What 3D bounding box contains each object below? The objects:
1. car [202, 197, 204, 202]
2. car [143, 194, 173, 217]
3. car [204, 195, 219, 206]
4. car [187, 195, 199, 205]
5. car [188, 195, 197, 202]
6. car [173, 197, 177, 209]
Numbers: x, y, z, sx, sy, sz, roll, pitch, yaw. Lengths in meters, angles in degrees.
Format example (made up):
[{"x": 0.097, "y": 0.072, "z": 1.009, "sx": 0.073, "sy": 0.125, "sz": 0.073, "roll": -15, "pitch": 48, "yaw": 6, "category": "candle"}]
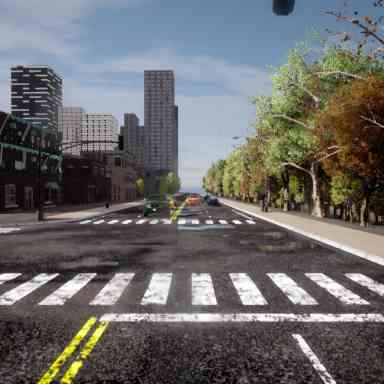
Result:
[{"x": 3.357, "y": 1.470, "z": 73.118, "sx": 1.837, "sy": 1.490, "sz": 4.892, "roll": 0, "pitch": 0, "yaw": 0, "category": "car"}, {"x": -3.296, "y": 1.211, "z": 32.094, "sx": 2.150, "sy": 2.045, "sz": 5.566, "roll": 0, "pitch": 0, "yaw": 0, "category": "car"}, {"x": 3.430, "y": 1.544, "z": 54.720, "sx": 1.994, "sy": 1.385, "sz": 4.181, "roll": 0, "pitch": 0, "yaw": 0, "category": "car"}, {"x": 0.184, "y": 1.331, "z": 57.804, "sx": 2.097, "sy": 1.767, "sz": 4.553, "roll": 0, "pitch": 0, "yaw": 0, "category": "car"}, {"x": 0.119, "y": 1.448, "z": 72.852, "sx": 1.882, "sy": 1.535, "sz": 5.008, "roll": 0, "pitch": 0, "yaw": 0, "category": "car"}, {"x": -3.277, "y": 1.463, "z": 42.276, "sx": 1.882, "sy": 1.535, "sz": 5.008, "roll": 0, "pitch": 0, "yaw": 0, "category": "car"}]
